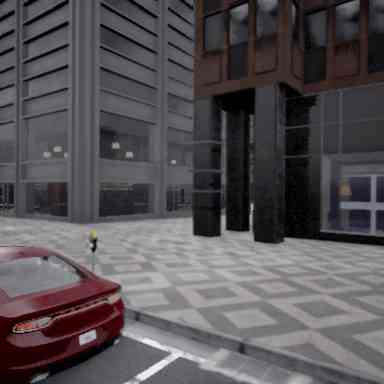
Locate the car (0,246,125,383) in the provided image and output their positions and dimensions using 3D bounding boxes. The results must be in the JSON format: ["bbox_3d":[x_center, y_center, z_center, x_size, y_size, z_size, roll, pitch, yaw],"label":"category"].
[{"bbox_3d":[-3.008,1.513,5.104,4.507,1.381,1.887,0,0,35],"label":"car"}]
